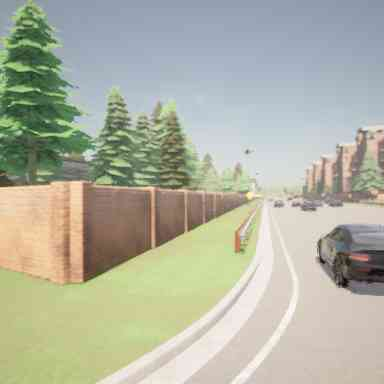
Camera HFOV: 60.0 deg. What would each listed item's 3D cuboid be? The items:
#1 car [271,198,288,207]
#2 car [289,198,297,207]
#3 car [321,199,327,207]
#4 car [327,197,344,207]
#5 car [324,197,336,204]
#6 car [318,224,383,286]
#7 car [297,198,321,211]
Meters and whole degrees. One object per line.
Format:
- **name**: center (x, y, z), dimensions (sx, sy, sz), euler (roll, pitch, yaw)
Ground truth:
- **car**: center (17.007, 2.271, 64.942), dimensions (2.033, 1.411, 5.357), euler (-1, -1, 12)
- **car**: center (20.568, 2.290, 64.849), dimensions (1.895, 1.301, 4.718), euler (-1, -1, 12)
- **car**: center (23.979, 2.194, 64.067), dimensions (2.033, 1.411, 5.357), euler (-1, -1, 12)
- **car**: center (27.409, 2.152, 63.372), dimensions (2.033, 1.411, 5.357), euler (-1, -1, 12)
- **car**: center (36.031, 2.201, 86.741), dimensions (2.097, 1.767, 4.553), euler (-1, -1, 12)
- **car**: center (4.772, 1.614, 9.357), dimensions (1.812, 1.442, 4.674), euler (-1, -1, 12)
- **car**: center (17.167, 1.999, 49.017), dimensions (2.128, 1.511, 4.902), euler (-1, -1, 13)
